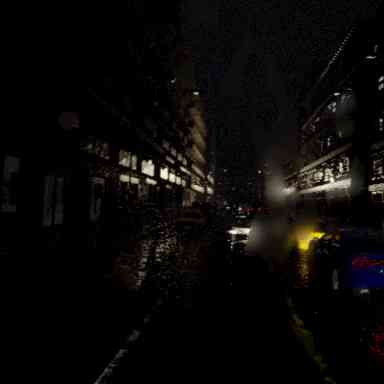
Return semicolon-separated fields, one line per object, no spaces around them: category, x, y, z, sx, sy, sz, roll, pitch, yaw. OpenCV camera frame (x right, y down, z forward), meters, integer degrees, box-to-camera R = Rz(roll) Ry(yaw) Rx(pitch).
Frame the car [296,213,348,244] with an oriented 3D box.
car;7.883;2.147;20.673;1.887;1.381;4.507;4;-1;7

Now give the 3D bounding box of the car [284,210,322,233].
car;8.594;2.253;26.158;2.008;1.369;4.403;4;-1;7

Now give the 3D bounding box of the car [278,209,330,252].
car;5.469;1.887;15.687;1.801;1.575;5.366;3;-1;7

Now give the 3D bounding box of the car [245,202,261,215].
car;9.089;2.391;50.003;2.097;1.767;4.553;3;-1;7

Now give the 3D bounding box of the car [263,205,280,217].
car;11.436;2.664;48.093;1.887;1.381;4.507;4;-1;7

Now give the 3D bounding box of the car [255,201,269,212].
car;13.548;2.762;64.552;2.192;1.841;5.009;4;-1;7

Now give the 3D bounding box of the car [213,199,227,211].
car;5.073;2.313;60.141;2.192;1.841;5.009;4;-1;7

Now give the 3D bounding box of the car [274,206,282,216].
car;10.726;2.557;42.609;1.887;1.381;4.507;4;-1;7

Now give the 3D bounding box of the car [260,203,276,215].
car;12.160;2.669;53.578;1.967;1.590;4.097;4;-1;7

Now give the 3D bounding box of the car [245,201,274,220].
car;7.473;2.014;37.334;2.150;2.045;5.566;2;-1;8

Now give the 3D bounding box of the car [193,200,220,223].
car;0.812;1.678;27.240;2.192;1.841;5.009;4;-1;7

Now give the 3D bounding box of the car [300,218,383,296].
car;4.672;1.800;9.545;1.882;1.535;5.008;3;-1;7

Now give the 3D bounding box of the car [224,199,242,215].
car;5.676;2.167;45.044;2.097;1.767;4.553;3;-1;7

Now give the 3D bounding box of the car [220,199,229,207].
car;8.621;2.886;87.559;2.192;1.841;5.009;4;-1;7

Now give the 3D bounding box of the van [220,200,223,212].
van;2.231;1.908;38.205;1.690;1.788;3.998;4;-1;7

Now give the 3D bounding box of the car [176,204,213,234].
car;0.065;1.785;21.585;1.752;1.417;4.829;4;-1;7

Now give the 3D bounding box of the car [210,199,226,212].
car;4.363;2.203;54.658;2.192;1.841;5.009;4;-1;7

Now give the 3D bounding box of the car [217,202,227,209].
car;6.475;2.787;71.107;1.947;1.339;4.313;4;-1;7
